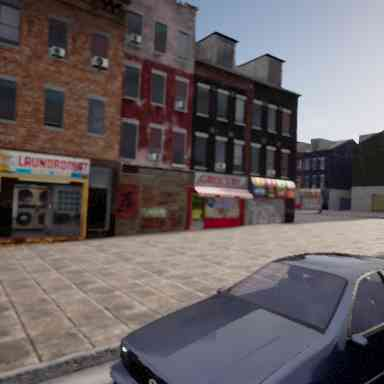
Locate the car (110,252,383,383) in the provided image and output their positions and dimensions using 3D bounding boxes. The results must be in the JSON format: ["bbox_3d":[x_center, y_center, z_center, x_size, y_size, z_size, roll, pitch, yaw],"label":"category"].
[{"bbox_3d":[1.774,1.571,4.337,5.357,1.411,2.033,0,0,-35],"label":"car"}]
